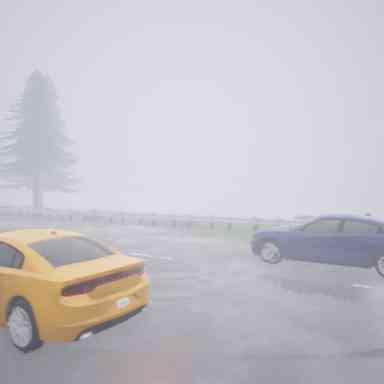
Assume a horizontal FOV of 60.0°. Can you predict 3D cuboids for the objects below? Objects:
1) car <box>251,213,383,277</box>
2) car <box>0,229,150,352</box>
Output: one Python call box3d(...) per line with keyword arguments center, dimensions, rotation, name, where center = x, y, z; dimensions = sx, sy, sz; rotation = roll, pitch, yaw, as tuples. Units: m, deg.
box3d(center=(4.162, 1.362, 9.632), dimensions=(5.008, 1.535, 1.882), rotation=(0, 0, 34), name="car")
box3d(center=(-3.063, 1.439, 6.155), dimensions=(5.008, 1.535, 1.882), rotation=(0, 0, 33), name="car")
